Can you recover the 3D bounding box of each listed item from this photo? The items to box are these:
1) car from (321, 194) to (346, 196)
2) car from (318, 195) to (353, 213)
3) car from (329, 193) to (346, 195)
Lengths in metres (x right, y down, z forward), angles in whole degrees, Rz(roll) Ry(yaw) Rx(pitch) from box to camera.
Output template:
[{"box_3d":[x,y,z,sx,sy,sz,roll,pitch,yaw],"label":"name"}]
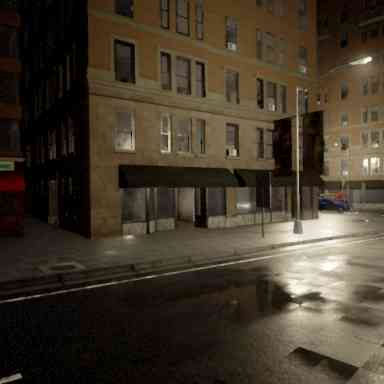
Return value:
[{"box_3d":[14.898,1.286,39.083,1.882,1.535,5.008,-1,1,-44],"label":"car"},{"box_3d":[14.417,1.399,35.060,1.812,1.442,4.674,-1,1,-43],"label":"car"},{"box_3d":[16.665,1.086,41.022,2.192,1.841,5.009,0,1,-44],"label":"car"}]
